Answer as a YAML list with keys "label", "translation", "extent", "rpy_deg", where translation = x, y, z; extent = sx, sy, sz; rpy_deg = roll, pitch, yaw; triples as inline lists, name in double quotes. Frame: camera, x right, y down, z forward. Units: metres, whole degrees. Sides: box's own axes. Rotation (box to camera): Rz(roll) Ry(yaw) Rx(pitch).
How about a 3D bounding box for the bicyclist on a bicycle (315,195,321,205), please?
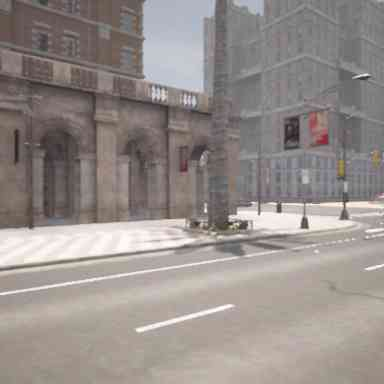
- label: "bicyclist on a bicycle"
  translation: [20.681, 1.306, 54.490]
  extent: [1.656, 1.620, 0.582]
  rpy_deg: [0, 0, -36]

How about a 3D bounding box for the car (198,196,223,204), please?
- label: "car"
  translation: [3.613, 1.553, 65.567]
  extent: [2.033, 1.411, 5.357]
  rpy_deg: [0, 0, -36]

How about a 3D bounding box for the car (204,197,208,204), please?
- label: "car"
  translation: [0.788, 1.531, 63.501]
  extent: [1.812, 1.442, 4.674]
  rpy_deg: [0, 0, -36]

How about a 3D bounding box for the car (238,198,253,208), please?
- label: "car"
  translation: [6.918, 1.568, 48.831]
  extent: [1.994, 1.385, 4.181]
  rpy_deg: [0, 0, -36]
